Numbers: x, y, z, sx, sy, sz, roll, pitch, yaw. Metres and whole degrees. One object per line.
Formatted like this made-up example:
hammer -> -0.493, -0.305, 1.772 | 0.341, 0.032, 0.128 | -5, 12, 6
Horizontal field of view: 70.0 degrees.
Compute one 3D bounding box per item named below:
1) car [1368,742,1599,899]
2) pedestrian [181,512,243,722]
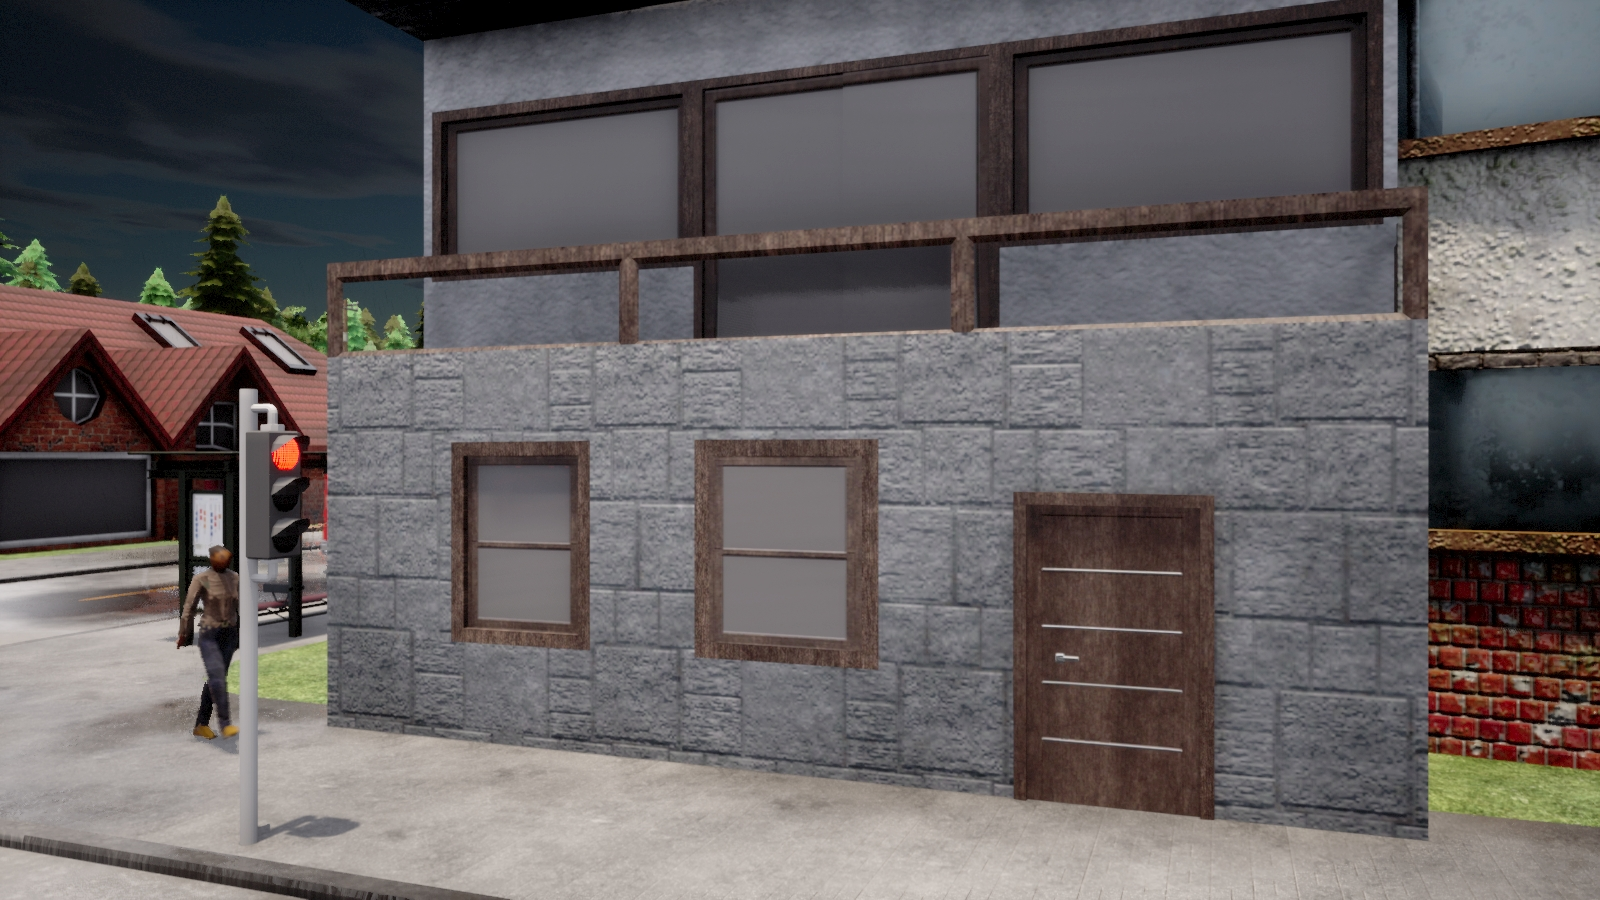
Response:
car -> 3.429, 1.806, 2.544 | 3.705, 1.549, 1.789 | 0, 0, 20
pedestrian -> -5.425, 1.516, 10.540 | 0.375, 1.860, 0.375 | 0, 0, 35
